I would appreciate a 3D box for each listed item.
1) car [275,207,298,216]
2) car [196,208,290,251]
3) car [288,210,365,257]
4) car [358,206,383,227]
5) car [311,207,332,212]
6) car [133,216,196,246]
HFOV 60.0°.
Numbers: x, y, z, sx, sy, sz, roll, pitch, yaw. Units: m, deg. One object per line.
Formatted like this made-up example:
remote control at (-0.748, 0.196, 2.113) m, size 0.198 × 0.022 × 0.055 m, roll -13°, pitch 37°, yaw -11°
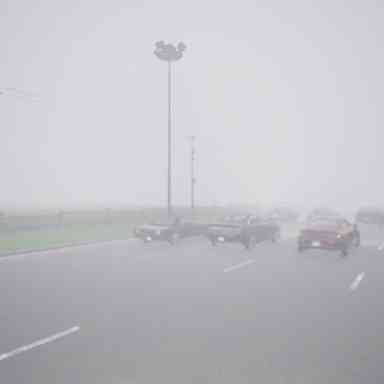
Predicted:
car at (8.195, 2.011, 30.061) m, size 1.994 × 1.385 × 4.181 m, roll -1°, pitch -1°, yaw 35°
car at (2.548, 1.721, 15.445) m, size 2.128 × 1.511 × 4.902 m, roll -1°, pitch -1°, yaw 35°
car at (5.828, 1.736, 14.039) m, size 1.812 × 1.442 × 4.674 m, roll -1°, pitch -1°, yaw 35°
car at (14.517, 1.881, 26.905) m, size 1.882 × 1.535 × 5.008 m, roll -1°, pitch -1°, yaw 34°
car at (11.092, 1.983, 28.095) m, size 1.994 × 1.385 × 4.181 m, roll -1°, pitch -1°, yaw 35°
car at (-0.704, 1.849, 16.892) m, size 1.895 × 1.301 × 4.718 m, roll -1°, pitch -1°, yaw 35°
